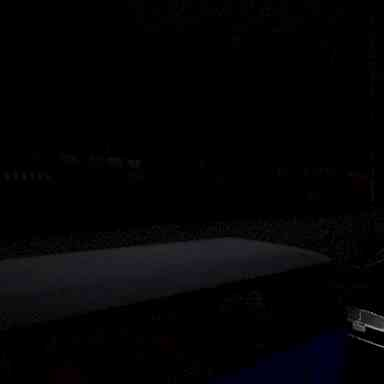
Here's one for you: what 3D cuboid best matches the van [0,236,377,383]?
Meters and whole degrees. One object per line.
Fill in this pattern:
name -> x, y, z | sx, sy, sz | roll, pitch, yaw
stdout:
van -> -0.544, 1.340, 2.413 | 3.998, 1.788, 1.690 | 0, 0, -36

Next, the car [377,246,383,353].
car -> 3.971, 1.531, 5.634 | 4.403, 1.369, 2.008 | 0, 1, -36
